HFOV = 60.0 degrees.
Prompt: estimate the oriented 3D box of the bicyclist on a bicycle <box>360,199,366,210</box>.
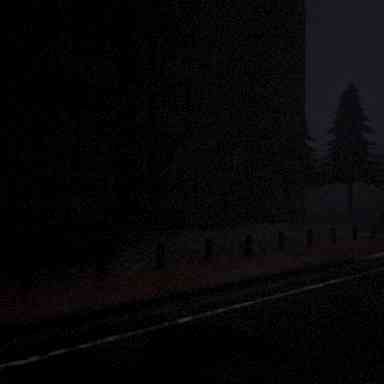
[{"bbox_3d":[23.125,1.742,45.001,1.656,1.620,0.582,0,0,-37],"label":"bicyclist on a bicycle"}]
